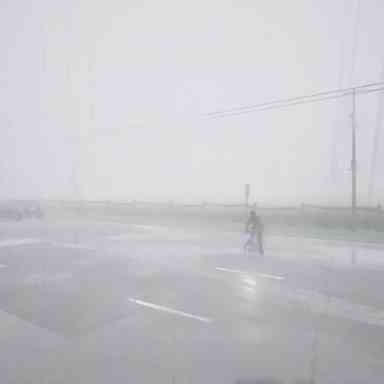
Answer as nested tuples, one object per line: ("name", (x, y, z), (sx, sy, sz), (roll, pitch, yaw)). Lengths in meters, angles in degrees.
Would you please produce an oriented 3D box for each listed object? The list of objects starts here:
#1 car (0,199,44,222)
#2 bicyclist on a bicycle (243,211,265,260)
("car", (-13.983, 1.354, 26.810), (4.553, 1.767, 2.097), (0, 0, 36))
("bicyclist on a bicycle", (2.147, 1.453, 11.375), (0.582, 1.620, 1.656), (0, 1, 35))
